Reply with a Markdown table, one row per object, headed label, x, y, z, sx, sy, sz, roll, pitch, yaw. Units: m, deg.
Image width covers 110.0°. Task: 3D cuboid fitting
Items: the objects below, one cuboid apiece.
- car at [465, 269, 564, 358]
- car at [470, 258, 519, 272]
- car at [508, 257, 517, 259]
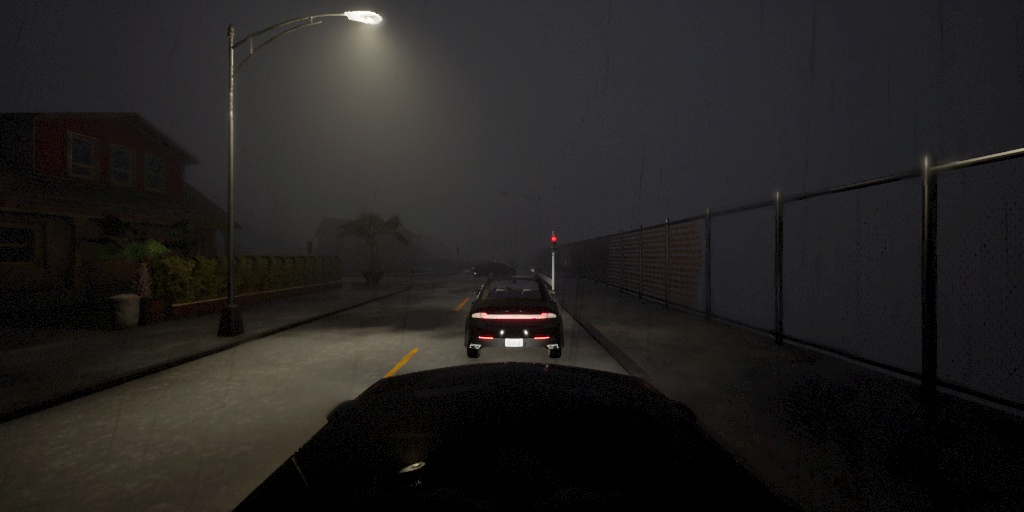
| label | x | y | z | sx | sy | sz | roll | pitch | yaw |
| --- | --- | --- | --- | --- | --- | --- | --- | --- | --- |
| car | 0.055 | 1.242 | 8.445 | 2.128 | 1.511 | 4.902 | 0 | 0 | 0 |
| car | -1.653 | 1.254 | 32.818 | 1.837 | 1.490 | 4.892 | 3 | 2 | 40 |
| car | 0.109 | 1.297 | 59.332 | 2.033 | 1.411 | 5.357 | 0 | 0 | 0 |
